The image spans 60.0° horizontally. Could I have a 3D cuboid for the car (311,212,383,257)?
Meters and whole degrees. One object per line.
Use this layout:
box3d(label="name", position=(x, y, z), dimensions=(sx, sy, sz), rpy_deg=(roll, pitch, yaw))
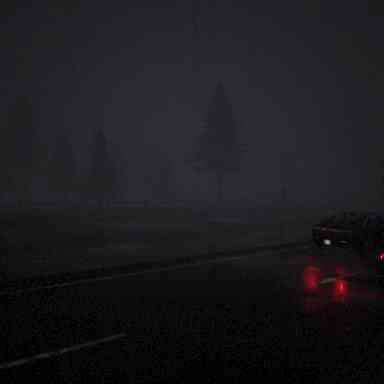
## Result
box3d(label="car", position=(6.664, 1.522, 12.867), dimensions=(4.902, 1.511, 2.128), rpy_deg=(0, 0, -35))

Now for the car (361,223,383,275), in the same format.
box3d(label="car", position=(6.954, 1.573, 8.801), dimensions=(5.357, 1.411, 2.033), rpy_deg=(0, 0, -35))
